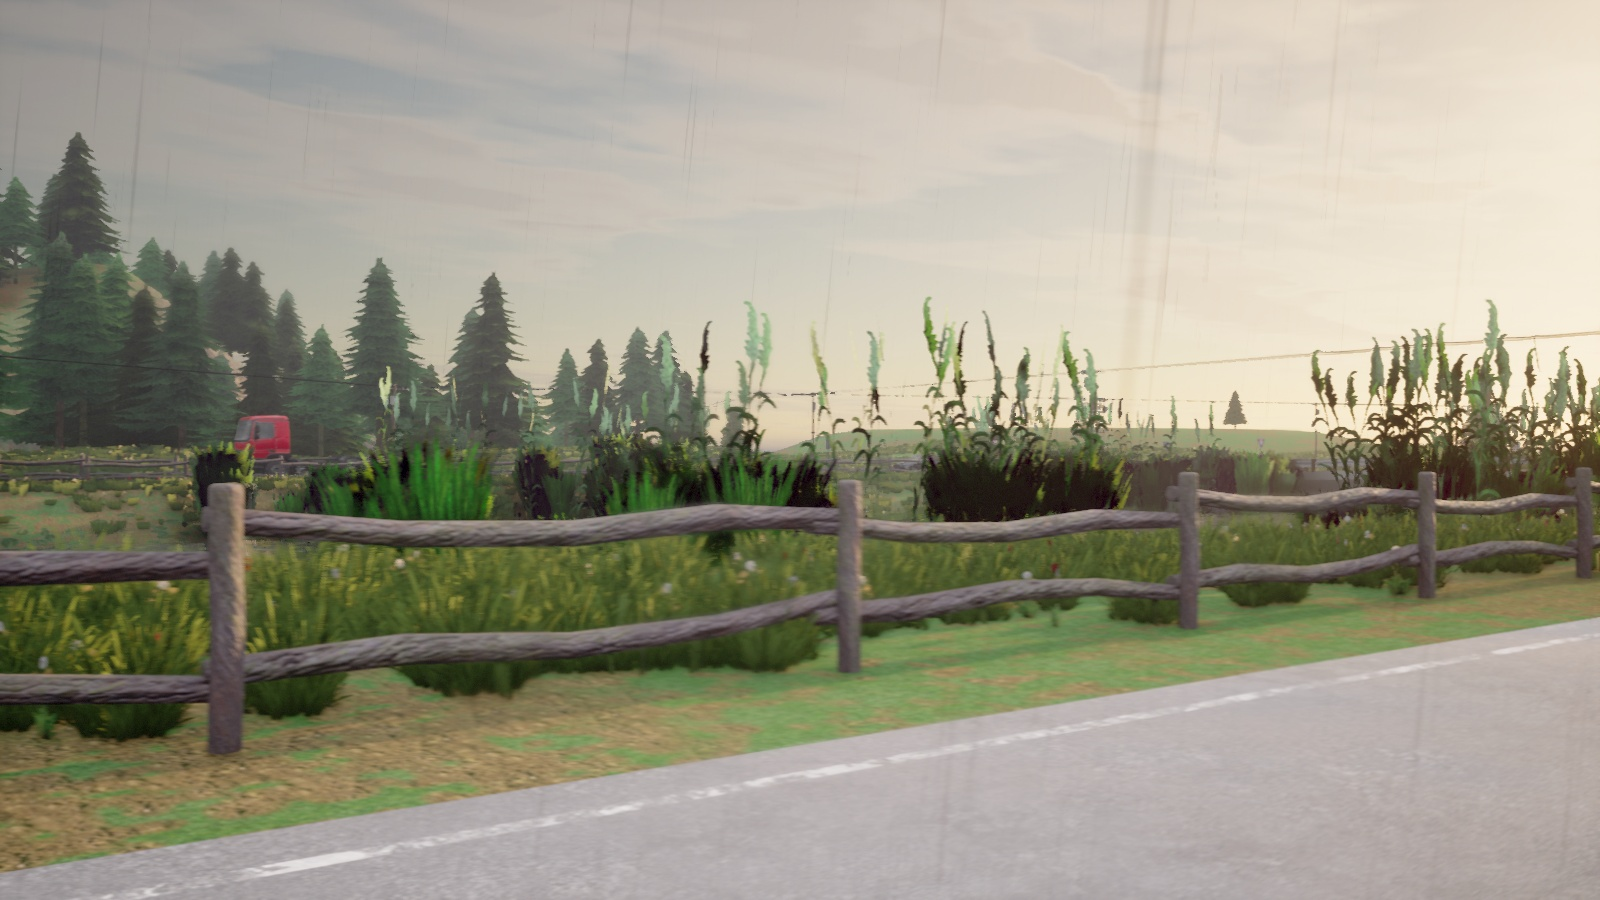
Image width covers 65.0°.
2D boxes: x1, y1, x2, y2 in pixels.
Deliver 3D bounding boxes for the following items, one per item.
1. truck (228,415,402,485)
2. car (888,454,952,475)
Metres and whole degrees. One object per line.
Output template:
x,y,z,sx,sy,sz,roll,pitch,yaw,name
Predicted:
-25.095,0.011,65.195,7.936,3.462,2.891,0,0,-36,truck
8.305,0.988,86.788,4.193,1.474,1.816,0,0,-31,car
